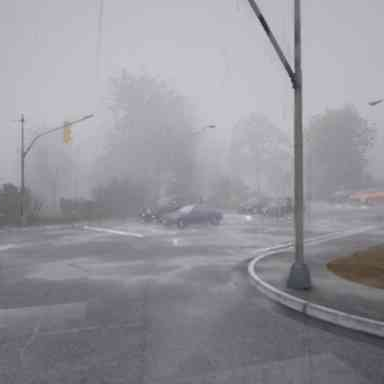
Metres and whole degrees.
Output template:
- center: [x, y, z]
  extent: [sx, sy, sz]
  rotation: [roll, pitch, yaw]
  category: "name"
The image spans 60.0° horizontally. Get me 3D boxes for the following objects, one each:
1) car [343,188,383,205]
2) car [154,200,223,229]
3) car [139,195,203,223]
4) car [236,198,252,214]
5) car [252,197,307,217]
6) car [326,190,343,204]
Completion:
- center: [19.024, 0.417, 35.989]
  extent: [4.553, 1.767, 2.097]
  rotation: [-4, 2, -29]
  category: "car"
- center: [0.066, 1.563, 22.394]
  extent: [4.674, 1.442, 1.812]
  rotation: [-1, 0, -39]
  category: "car"
- center: [-1.396, 1.263, 25.779]
  extent: [5.566, 2.045, 2.150]
  rotation: [-1, 1, -40]
  category: "car"
- center: [6.404, 1.258, 31.934]
  extent: [4.892, 1.490, 1.837]
  rotation: [-3, 1, -35]
  category: "car"
- center: [7.904, 1.246, 28.705]
  extent: [4.902, 1.511, 2.128]
  rotation: [-3, 1, -36]
  category: "car"
- center: [18.072, 0.509, 39.497]
  extent: [5.008, 1.535, 1.882]
  rotation: [-4, 2, -29]
  category: "car"
